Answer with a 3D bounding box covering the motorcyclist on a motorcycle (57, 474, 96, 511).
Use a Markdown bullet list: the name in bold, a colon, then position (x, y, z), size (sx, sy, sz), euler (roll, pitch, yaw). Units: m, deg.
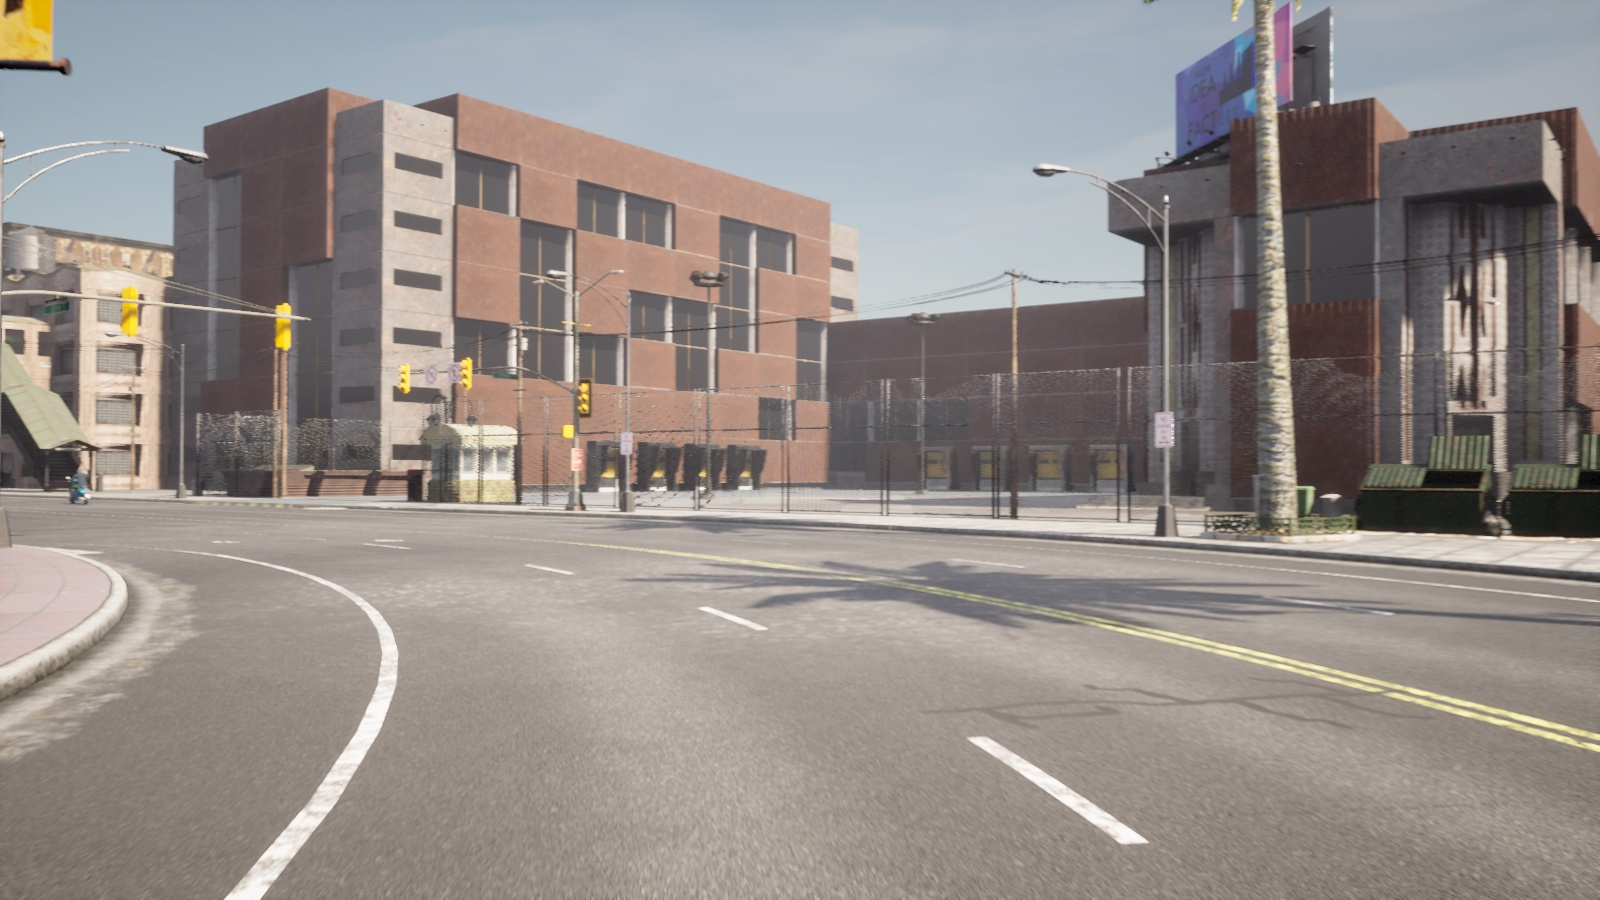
- **motorcyclist on a motorcycle**: position (-31.765, 1.854, 55.121), size (1.817, 1.590, 0.866), euler (-1, -1, 37)
